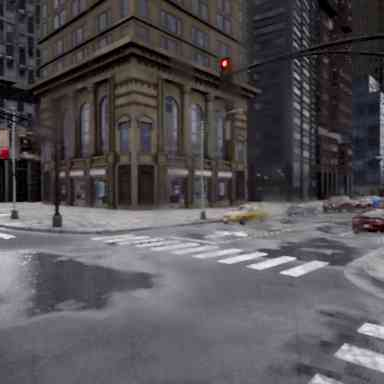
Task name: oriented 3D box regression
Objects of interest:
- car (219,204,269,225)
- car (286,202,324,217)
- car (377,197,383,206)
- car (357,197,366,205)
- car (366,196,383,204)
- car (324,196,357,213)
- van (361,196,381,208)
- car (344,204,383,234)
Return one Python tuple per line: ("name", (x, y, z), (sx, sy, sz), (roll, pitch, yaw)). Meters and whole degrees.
("car", (3.821, 1.533, 24.004), (1.752, 1.417, 4.829), (-1, -1, 42))
("car", (10.442, 1.593, 31.422), (2.008, 1.369, 4.403), (-1, -1, 42))
("car", (33.336, 1.595, 57.073), (1.967, 1.590, 4.097), (-1, -1, 42))
("car", (20.203, 1.637, 42.358), (1.887, 1.381, 4.507), (-1, -1, 42))
("car", (13.680, 1.376, 22.238), (2.192, 1.841, 5.009), (-1, -1, 42))
("car", (16.948, 1.391, 38.715), (2.192, 1.841, 5.009), (-1, -1, 42))
("van", (26.709, 1.465, 49.650), (1.690, 1.788, 3.998), (-1, -1, 42))
("car", (10.289, 1.588, 18.444), (1.887, 1.381, 4.507), (-1, -1, 42))
